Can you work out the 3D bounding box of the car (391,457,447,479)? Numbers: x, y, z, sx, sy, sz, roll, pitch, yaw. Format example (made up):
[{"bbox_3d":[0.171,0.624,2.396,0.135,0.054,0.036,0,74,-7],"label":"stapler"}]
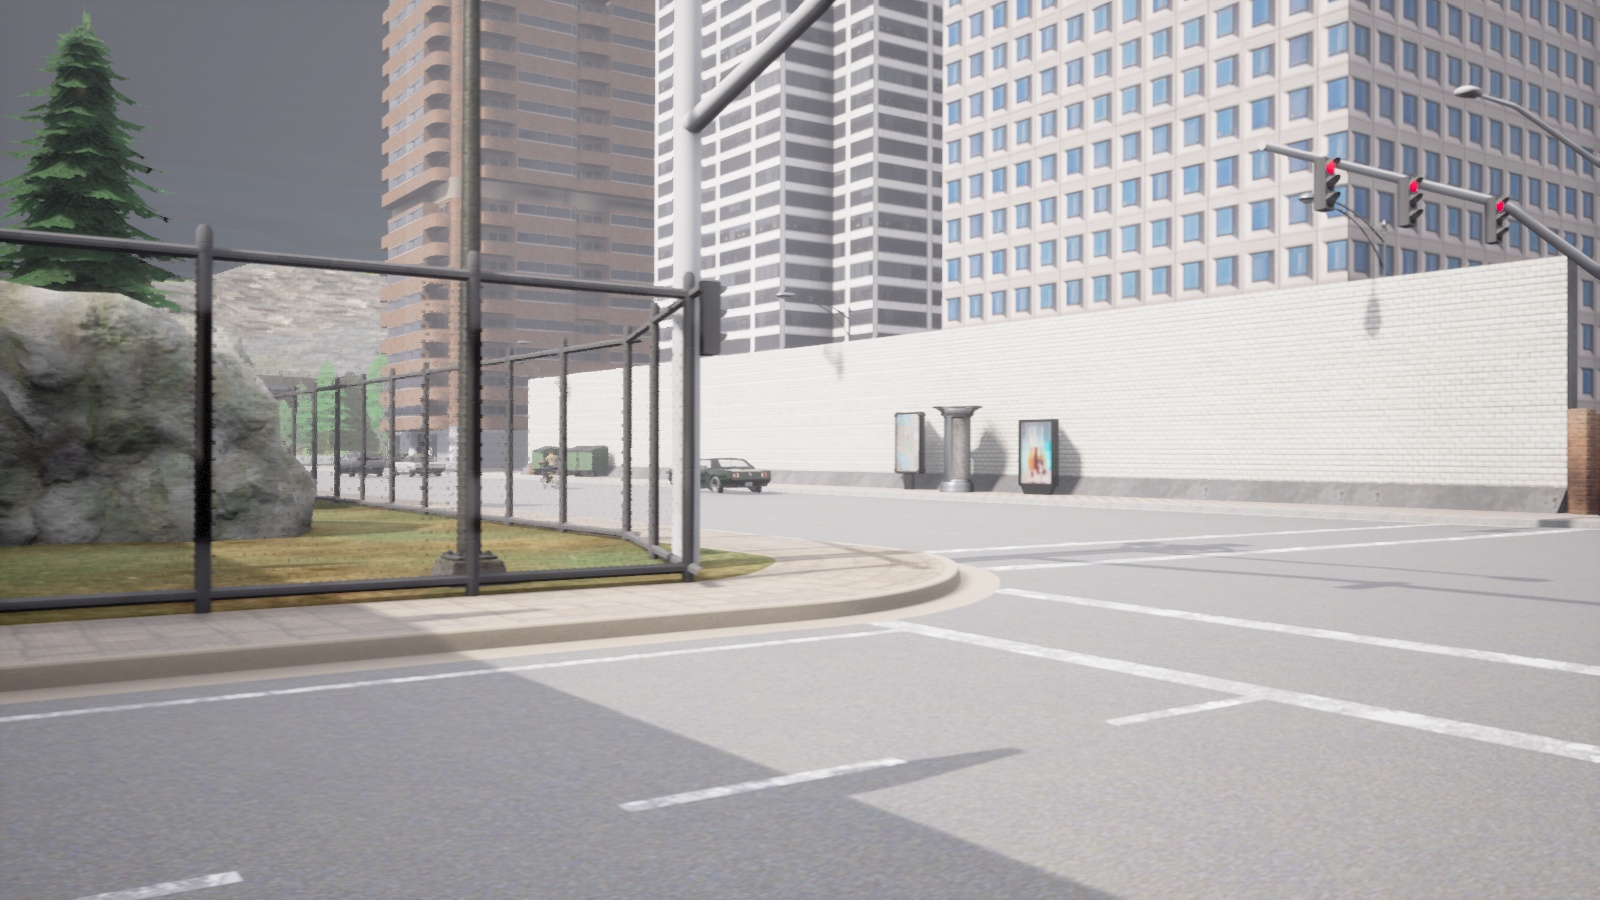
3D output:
[{"bbox_3d":[-22.985,1.064,75.630,1.895,1.301,4.718,0,0,-35],"label":"car"}]

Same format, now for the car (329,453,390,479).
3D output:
[{"bbox_3d":[-25.840,0.915,73.606,2.128,1.511,4.902,0,0,-35],"label":"car"}]

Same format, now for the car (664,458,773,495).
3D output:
[{"bbox_3d":[-3.101,0.951,46.847,1.895,1.301,4.718,0,0,-35],"label":"car"}]
